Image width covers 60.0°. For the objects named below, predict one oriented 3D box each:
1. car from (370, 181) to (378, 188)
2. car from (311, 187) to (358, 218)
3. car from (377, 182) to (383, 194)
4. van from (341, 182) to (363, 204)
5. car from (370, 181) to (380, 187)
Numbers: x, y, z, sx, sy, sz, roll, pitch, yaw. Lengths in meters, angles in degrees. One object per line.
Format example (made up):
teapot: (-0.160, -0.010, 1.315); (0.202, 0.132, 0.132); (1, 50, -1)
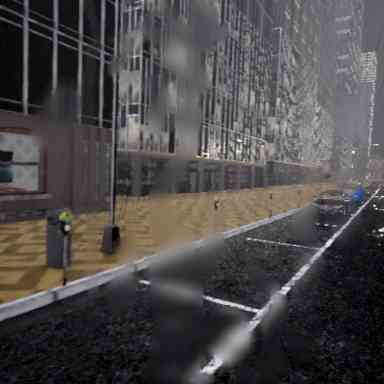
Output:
car: (40.146, -1.663, 73.178); (1.887, 1.381, 4.507); (5, 5, 30)
car: (8.178, 0.607, 19.381); (2.008, 1.369, 4.403); (5, 4, 30)
car: (27.898, -0.418, 47.318); (1.994, 1.385, 4.181); (5, 4, 30)
van: (13.999, -0.004, 29.149); (1.690, 1.788, 3.998); (5, 4, 30)
car: (43.052, -1.838, 78.072); (1.802, 1.307, 4.206); (5, 5, 30)
